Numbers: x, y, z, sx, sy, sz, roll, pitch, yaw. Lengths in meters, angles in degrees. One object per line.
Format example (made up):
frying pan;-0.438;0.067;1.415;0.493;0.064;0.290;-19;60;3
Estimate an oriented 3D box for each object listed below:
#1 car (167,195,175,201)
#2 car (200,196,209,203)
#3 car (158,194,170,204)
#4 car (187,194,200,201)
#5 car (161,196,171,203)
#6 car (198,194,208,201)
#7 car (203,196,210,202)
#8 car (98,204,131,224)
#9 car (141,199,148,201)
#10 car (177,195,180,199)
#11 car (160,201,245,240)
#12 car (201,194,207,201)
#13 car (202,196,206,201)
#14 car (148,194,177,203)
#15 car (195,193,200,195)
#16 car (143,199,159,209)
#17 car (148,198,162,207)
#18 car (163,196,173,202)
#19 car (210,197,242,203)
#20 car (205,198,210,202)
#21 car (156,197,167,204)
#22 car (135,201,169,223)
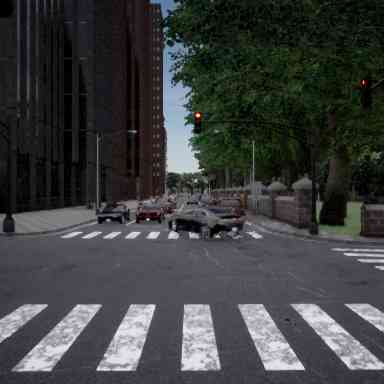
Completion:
car;-5.728;1.530;90.522;1.967;1.590;4.097;0;0;0
car;2.791;1.590;74.321;1.752;1.417;4.829;0;0;0
car;-5.736;1.372;68.694;2.192;1.841;5.009;0;0;0
car;0.116;1.610;59.459;1.994;1.385;4.181;0;0;1
car;-5.734;1.609;74.150;1.887;1.381;4.507;0;0;0
car;2.795;1.396;85.065;2.192;1.841;5.009;0;0;0
car;2.779;1.577;41.412;2.008;1.369;4.403;0;0;0
car;-5.753;1.576;25.037;1.947;1.339;4.313;0;0;0
car;-5.747;1.577;41.408;2.008;1.369;4.403;0;0;0
car;-3.072;1.536;45.709;1.837;1.490;4.892;0;0;0
car;0.602;1.507;17.440;2.128;1.511;4.902;-2;1;-35
car;2.783;1.479;52.325;1.967;1.590;4.097;0;0;0
car;2.781;1.583;46.869;2.008;1.369;4.403;0;0;0
car;-3.085;1.372;35.475;2.097;1.767;4.553;0;0;1
car;0.122;1.410;69.351;2.097;1.767;4.553;0;0;0
car;-5.744;1.615;46.865;1.802;1.307;4.206;0;0;0
car;-5.742;1.621;52.322;1.802;1.307;4.206;0;0;0
car;-5.732;1.617;79.607;1.887;1.381;4.507;0;0;0
car;2.772;1.325;25.043;2.192;1.841;5.009;0;0;0
car;2.777;1.587;35.955;1.947;1.339;4.313;0;0;0
car;-5.738;1.632;63.236;1.802;1.307;4.206;0;0;0
car;-3.090;1.611;25.483;1.895;1.301;4.718;0;0;0
